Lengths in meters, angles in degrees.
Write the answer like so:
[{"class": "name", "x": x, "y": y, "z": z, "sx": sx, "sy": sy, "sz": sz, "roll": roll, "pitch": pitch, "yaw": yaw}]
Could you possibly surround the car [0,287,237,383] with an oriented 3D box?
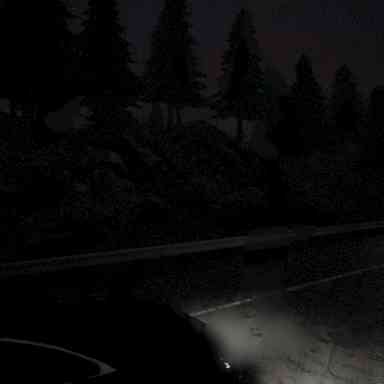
[{"class": "car", "x": -1.827, "y": 1.503, "z": 2.391, "sx": 4.892, "sy": 1.490, "sz": 1.837, "roll": 0, "pitch": 0, "yaw": -35}]
